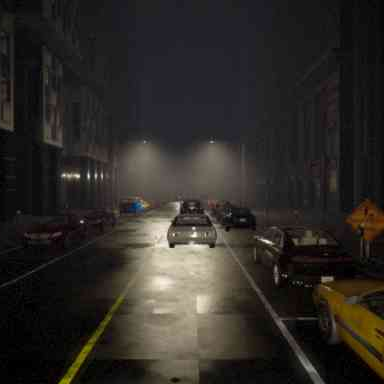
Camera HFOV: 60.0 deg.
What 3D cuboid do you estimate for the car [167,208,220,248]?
[{"bbox_3d":[0.000,1.617,14.681,1.895,1.301,4.718,0,0,0],"label":"car"}]

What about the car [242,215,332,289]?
[{"bbox_3d":[2.761,1.550,8.966,2.008,1.369,4.403,0,0,0],"label":"car"}]

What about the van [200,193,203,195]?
[{"bbox_3d":[2.760,1.350,59.382,1.690,1.788,3.998,0,0,0],"label":"van"}]

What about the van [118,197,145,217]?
[{"bbox_3d":[-5.765,1.343,31.358,1.690,1.788,3.998,0,0,0],"label":"van"}]

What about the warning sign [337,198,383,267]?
[{"bbox_3d":[5.070,1.115,9.616,1.300,1.860,1.060,0,0,0],"label":"warning sign"}]

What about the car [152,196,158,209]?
[{"bbox_3d":[-5.764,1.586,42.561,1.802,1.307,4.206,0,0,0],"label":"car"}]

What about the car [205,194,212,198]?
[{"bbox_3d":[2.760,1.444,42.576,1.967,1.590,4.097,0,0,0],"label":"car"}]

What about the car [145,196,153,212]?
[{"bbox_3d":[-5.765,1.528,36.790,1.752,1.417,4.829,0,0,0],"label":"car"}]

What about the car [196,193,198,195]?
[{"bbox_3d":[2.759,1.339,81.788,2.192,1.841,5.009,0,0,0],"label":"car"}]

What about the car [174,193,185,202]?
[{"bbox_3d":[-3.000,1.516,76.709,1.994,1.385,4.181,0,0,0],"label":"car"}]

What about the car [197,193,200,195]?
[{"bbox_3d":[2.759,1.331,70.585,2.192,1.841,5.009,0,0,0],"label":"car"}]

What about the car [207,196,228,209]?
[{"bbox_3d":[2.760,1.442,31.373,1.967,1.590,4.097,0,0,0],"label":"car"}]

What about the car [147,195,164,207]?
[{"bbox_3d":[-5.765,1.320,48.164,2.192,1.841,5.009,0,0,0],"label":"car"}]

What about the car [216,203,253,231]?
[{"bbox_3d":[2.761,1.566,20.170,1.947,1.339,4.313,0,0,0],"label":"car"}]

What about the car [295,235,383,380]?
[{"bbox_3d":[2.761,1.525,3.535,1.752,1.417,4.829,0,0,0],"label":"car"}]

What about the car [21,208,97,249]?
[{"bbox_3d":[-5.764,1.581,14.551,1.802,1.307,4.206,0,0,0],"label":"car"}]

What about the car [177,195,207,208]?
[{"bbox_3d":[0.000,1.368,29.621,2.097,1.767,4.553,0,0,0],"label":"car"}]

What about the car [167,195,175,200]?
[{"bbox_3d":[-5.765,1.579,92.981,1.887,1.381,4.507,0,0,0],"label":"car"}]

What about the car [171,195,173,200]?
[{"bbox_3d":[-5.765,1.581,70.572,1.947,1.339,4.313,0,0,0],"label":"car"}]

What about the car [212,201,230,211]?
[{"bbox_3d":[2.761,1.582,25.772,1.802,1.307,4.206,0,0,0],"label":"car"}]

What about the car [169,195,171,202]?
[{"bbox_3d":[-5.765,1.563,64.970,2.008,1.369,4.403,0,0,0],"label":"car"}]

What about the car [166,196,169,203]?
[{"bbox_3d":[-5.765,1.449,59.368,1.967,1.590,4.097,0,0,0],"label":"car"}]

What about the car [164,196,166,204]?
[{"bbox_3d":[-5.765,1.589,53.766,1.802,1.307,4.206,0,0,0],"label":"car"}]

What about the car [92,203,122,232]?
[{"bbox_3d":[-5.764,1.582,20.153,1.802,1.307,4.206,0,0,0],"label":"car"}]
